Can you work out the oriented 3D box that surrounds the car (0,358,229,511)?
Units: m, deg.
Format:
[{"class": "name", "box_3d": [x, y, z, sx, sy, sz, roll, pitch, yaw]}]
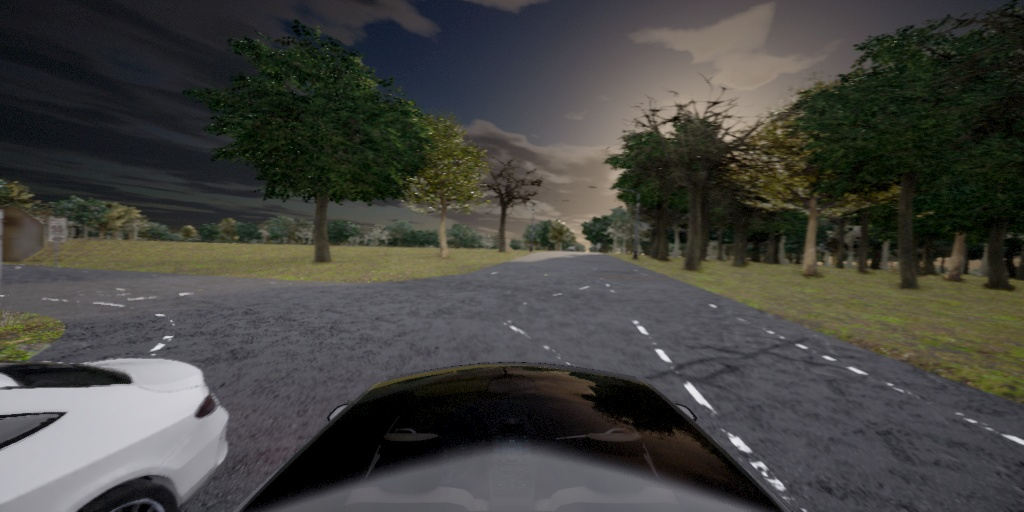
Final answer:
[{"class": "car", "box_3d": [-3.183, 1.220, 0.755, 1.812, 1.442, 4.674, 2, 2, 8]}]
